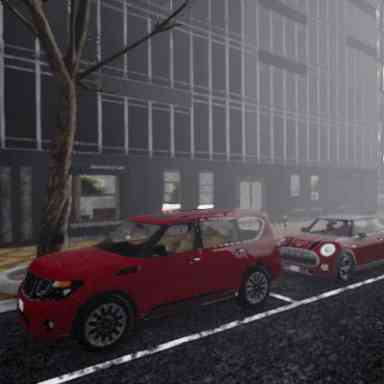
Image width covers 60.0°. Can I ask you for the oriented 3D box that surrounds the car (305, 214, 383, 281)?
[{"bbox_3d":[4.222,1.396,9.578,4.097,1.590,1.967,0,0,-35],"label":"car"}]

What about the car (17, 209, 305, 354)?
[{"bbox_3d":[-0.418,1.299,6.270,5.009,1.841,2.192,0,0,-35],"label":"car"}]
